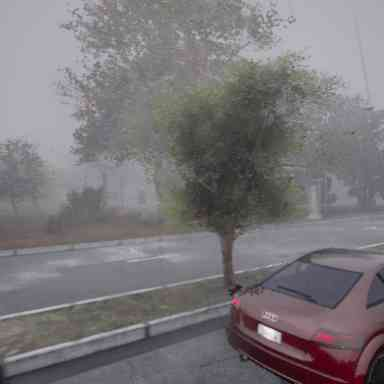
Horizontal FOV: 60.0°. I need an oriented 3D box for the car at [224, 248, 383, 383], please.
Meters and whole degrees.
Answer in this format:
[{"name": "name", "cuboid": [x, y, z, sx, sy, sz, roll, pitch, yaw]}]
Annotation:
[{"name": "car", "cuboid": [2.504, 1.559, 4.912, 4.181, 1.385, 1.994, 0, 0, -35]}]
